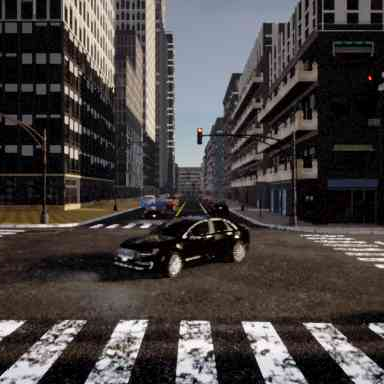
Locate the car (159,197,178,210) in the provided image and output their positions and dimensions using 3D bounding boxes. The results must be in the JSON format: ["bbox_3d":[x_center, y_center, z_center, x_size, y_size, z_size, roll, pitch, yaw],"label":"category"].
[{"bbox_3d":[-3.063,1.605,39.704,1.895,1.301,4.718,0,0,0],"label":"car"}]

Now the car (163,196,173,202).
[{"bbox_3d":[-5.628,1.567,77.738,2.008,1.369,4.403,0,0,0],"label":"car"}]

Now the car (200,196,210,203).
[{"bbox_3d":[2.748,1.559,72.077,1.887,1.381,4.507,0,0,0],"label":"car"}]

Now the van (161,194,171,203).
[{"bbox_3d":[-5.633,1.355,72.084,1.690,1.788,3.998,0,0,0],"label":"van"}]

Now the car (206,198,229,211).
[{"bbox_3d":[2.717,1.568,33.839,1.947,1.339,4.313,0,0,0],"label":"car"}]

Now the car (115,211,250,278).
[{"bbox_3d":[-0.084,1.539,10.477,1.837,1.490,4.892,-2,-2,45],"label":"car"}]

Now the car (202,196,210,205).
[{"bbox_3d":[2.724,1.550,43.806,1.887,1.381,4.507,0,0,0],"label":"car"}]

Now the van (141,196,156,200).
[{"bbox_3d":[-5.657,1.346,43.813,1.690,1.788,3.998,0,0,0],"label":"van"}]

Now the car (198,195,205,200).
[{"bbox_3d":[2.766,1.590,94.695,1.947,1.339,4.313,0,0,0],"label":"car"}]

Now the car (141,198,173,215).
[{"bbox_3d":[-3.076,1.549,29.719,2.033,1.411,5.357,0,0,0],"label":"car"}]

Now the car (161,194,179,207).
[{"bbox_3d":[-3.049,1.358,49.636,2.097,1.767,4.553,0,0,0],"label":"car"}]

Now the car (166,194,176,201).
[{"bbox_3d":[-5.619,1.337,89.048,2.192,1.841,5.009,0,0,0],"label":"car"}]

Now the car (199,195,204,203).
[{"bbox_3d":[2.738,1.561,60.769,2.008,1.369,4.403,0,0,0],"label":"car"}]
